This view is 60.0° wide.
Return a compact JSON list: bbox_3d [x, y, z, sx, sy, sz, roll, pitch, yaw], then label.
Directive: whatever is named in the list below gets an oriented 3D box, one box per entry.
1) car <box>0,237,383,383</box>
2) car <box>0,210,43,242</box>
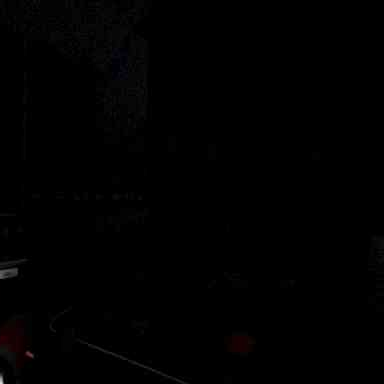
[{"bbox_3d":[-0.194,1.424,3.099,4.097,1.590,1.967,1,0,35],"label":"car"},{"bbox_3d":[-4.626,1.252,6.248,5.009,1.841,2.192,1,0,35],"label":"car"}]
